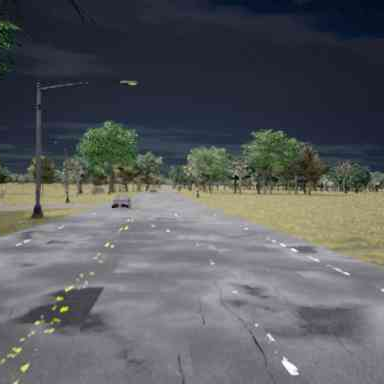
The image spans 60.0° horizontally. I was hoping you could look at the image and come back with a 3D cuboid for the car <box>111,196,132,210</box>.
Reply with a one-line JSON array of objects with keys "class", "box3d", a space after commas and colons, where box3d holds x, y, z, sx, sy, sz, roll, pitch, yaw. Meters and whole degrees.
[{"class": "car", "box3d": [-7.515, 1.104, 35.931, 2.033, 1.411, 5.357, 1, 1, -6]}]
